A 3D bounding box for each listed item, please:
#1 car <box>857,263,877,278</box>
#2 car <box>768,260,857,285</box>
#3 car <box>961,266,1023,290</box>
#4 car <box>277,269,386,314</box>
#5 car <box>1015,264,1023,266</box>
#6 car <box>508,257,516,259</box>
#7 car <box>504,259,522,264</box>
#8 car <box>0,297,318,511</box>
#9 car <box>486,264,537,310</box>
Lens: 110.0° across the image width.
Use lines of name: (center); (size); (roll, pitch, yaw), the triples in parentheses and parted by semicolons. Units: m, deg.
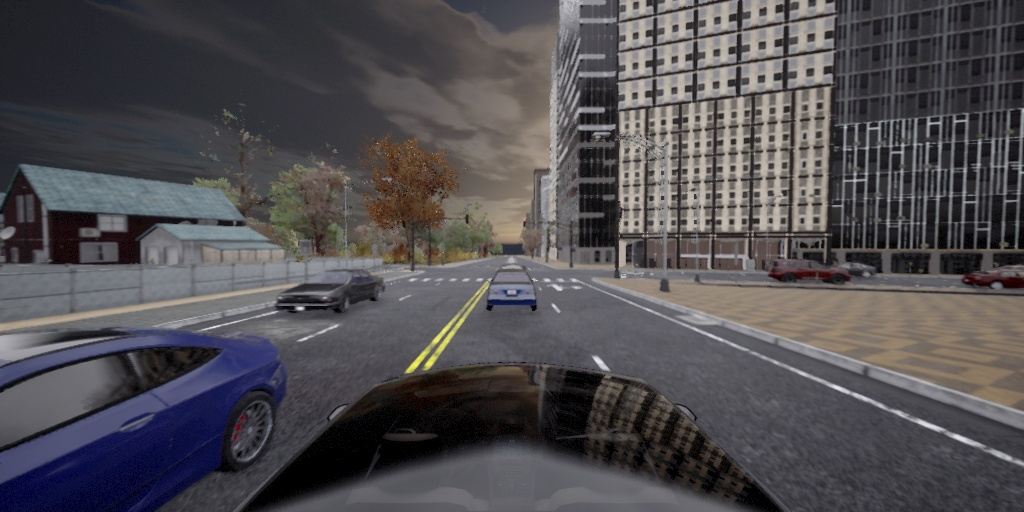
car: (31.030, 1.272, 33.479); (4.403, 1.370, 2.007); (0, 0, 20)
car: (23.000, 1.231, 28.027); (5.009, 1.841, 2.192); (0, 0, 20)
car: (33.648, 1.577, 24.135); (4.507, 1.381, 1.888); (0, 0, 20)
car: (-6.526, 1.219, 13.728); (2.033, 1.411, 5.357); (0, 0, 0)
car: (41.519, 1.363, 29.645); (4.829, 1.417, 1.751); (0, 0, 20)
car: (0.026, 0.910, 64.195); (1.812, 1.442, 4.674); (0, 0, 0)
car: (0.056, 1.112, 19.714); (1.882, 1.535, 5.008); (0, 0, 0)
car: (-3.339, 1.273, 2.094); (1.812, 1.442, 4.674); (0, 0, 0)
car: (-0.008, 1.216, 14.247); (2.033, 1.411, 5.357); (0, 0, 0)
